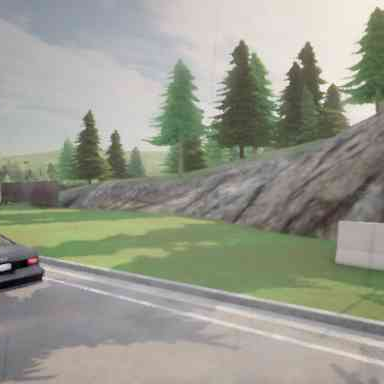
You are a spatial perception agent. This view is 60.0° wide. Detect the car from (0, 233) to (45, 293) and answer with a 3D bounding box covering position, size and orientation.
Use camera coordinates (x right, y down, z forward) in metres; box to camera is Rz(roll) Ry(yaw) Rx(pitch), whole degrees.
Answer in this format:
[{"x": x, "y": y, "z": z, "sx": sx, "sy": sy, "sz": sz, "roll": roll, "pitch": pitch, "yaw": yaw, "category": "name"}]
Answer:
[{"x": -5.689, "y": 1.486, "z": 7.791, "sx": 5.357, "sy": 1.411, "sz": 2.033, "roll": 0, "pitch": 0, "yaw": 34, "category": "car"}]
